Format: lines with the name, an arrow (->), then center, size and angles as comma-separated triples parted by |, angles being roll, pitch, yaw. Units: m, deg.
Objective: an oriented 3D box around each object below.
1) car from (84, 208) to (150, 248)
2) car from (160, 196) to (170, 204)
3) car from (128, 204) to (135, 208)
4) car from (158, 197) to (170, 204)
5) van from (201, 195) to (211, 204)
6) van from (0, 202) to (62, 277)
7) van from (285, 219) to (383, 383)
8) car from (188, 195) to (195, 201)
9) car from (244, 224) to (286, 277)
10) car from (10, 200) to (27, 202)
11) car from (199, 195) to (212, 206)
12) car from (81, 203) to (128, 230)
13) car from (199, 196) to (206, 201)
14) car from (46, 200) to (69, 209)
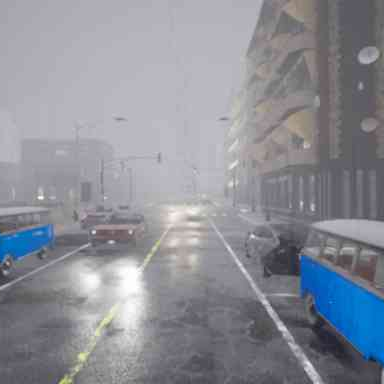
car -> -3.095, 1.639, 15.054 | 1.895, 1.301, 4.718 | 0, 0, 0
car -> -5.685, 1.677, 70.609 | 1.887, 1.381, 4.507 | 1, 0, 0
car -> -5.649, 1.609, 26.965 | 1.887, 1.381, 4.507 | 1, 0, 0
car -> -5.685, 1.707, 65.029 | 1.802, 1.307, 4.206 | 1, 0, 0
van -> 2.699, 1.466, 65.065 | 1.690, 1.788, 3.998 | 1, 0, 0
van -> -5.645, 1.368, 10.028 | 1.690, 1.788, 3.998 | 1, 0, 0
van -> 2.704, 1.353, 4.415 | 1.690, 1.788, 3.998 | 1, 0, 0
car -> -0.008, 1.666, 88.970 | 2.128, 1.511, 4.902 | 0, 0, 0
car -> 2.700, 1.592, 10.061 | 1.947, 1.339, 4.313 | 1, 0, 0
car -> -25.203, 1.845, 47.352 | 4.313, 1.339, 1.947 | 0, -1, 1
car -> 2.696, 1.669, 59.485 | 2.008, 1.369, 4.403 | 1, 0, 0
car -> -5.647, 1.492, 21.319 | 1.967, 1.590, 4.097 | 1, 0, 0
car -> 2.694, 1.674, 87.558 | 1.752, 1.417, 4.829 | 1, 0, 0
car -> -19.722, 1.803, 47.277 | 4.403, 1.369, 2.008 | 0, -1, 1
